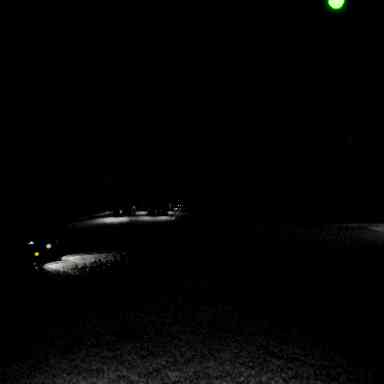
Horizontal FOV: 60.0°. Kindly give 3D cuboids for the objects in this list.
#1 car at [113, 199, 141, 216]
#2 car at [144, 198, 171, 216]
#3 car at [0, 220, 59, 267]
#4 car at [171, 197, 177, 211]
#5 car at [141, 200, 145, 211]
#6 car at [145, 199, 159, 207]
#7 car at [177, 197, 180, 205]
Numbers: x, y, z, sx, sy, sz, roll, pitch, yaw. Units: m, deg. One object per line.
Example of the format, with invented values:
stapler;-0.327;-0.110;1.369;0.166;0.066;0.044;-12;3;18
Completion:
car;-7.072;1.709;35.241;2.128;1.511;4.902;0;0;-2
car;-3.563;1.723;35.316;1.837;1.490;4.892;0;0;0
car;-6.800;1.636;11.284;4.181;1.385;1.994;0;0;3
car;-3.549;1.627;44.474;2.097;1.767;4.553;0;0;0
car;-7.048;1.754;44.726;1.882;1.535;5.008;0;0;0
car;-6.980;1.963;58.696;1.895;1.301;4.718;0;0;0
car;-3.516;1.899;54.367;1.994;1.385;4.181;0;0;0
